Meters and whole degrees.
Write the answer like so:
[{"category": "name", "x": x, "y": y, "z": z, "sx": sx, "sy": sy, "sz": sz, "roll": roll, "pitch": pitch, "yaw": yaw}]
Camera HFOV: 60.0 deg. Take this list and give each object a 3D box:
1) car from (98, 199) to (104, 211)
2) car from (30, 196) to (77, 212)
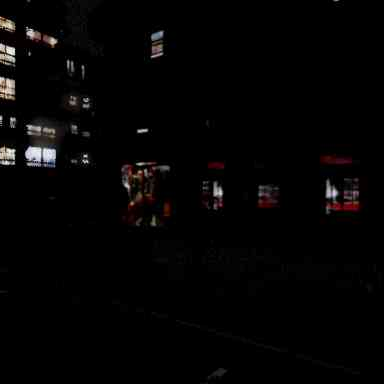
[{"category": "car", "x": -6.255, "y": 0.946, "z": 30.573, "sx": 1.882, "sy": 1.535, "sz": 5.008, "roll": 0, "pitch": 1, "yaw": 35}, {"category": "car", "x": -12.921, "y": 1.078, "z": 31.205, "sx": 1.947, "sy": 1.339, "sz": 4.313, "roll": 1, "pitch": 2, "yaw": 35}]
